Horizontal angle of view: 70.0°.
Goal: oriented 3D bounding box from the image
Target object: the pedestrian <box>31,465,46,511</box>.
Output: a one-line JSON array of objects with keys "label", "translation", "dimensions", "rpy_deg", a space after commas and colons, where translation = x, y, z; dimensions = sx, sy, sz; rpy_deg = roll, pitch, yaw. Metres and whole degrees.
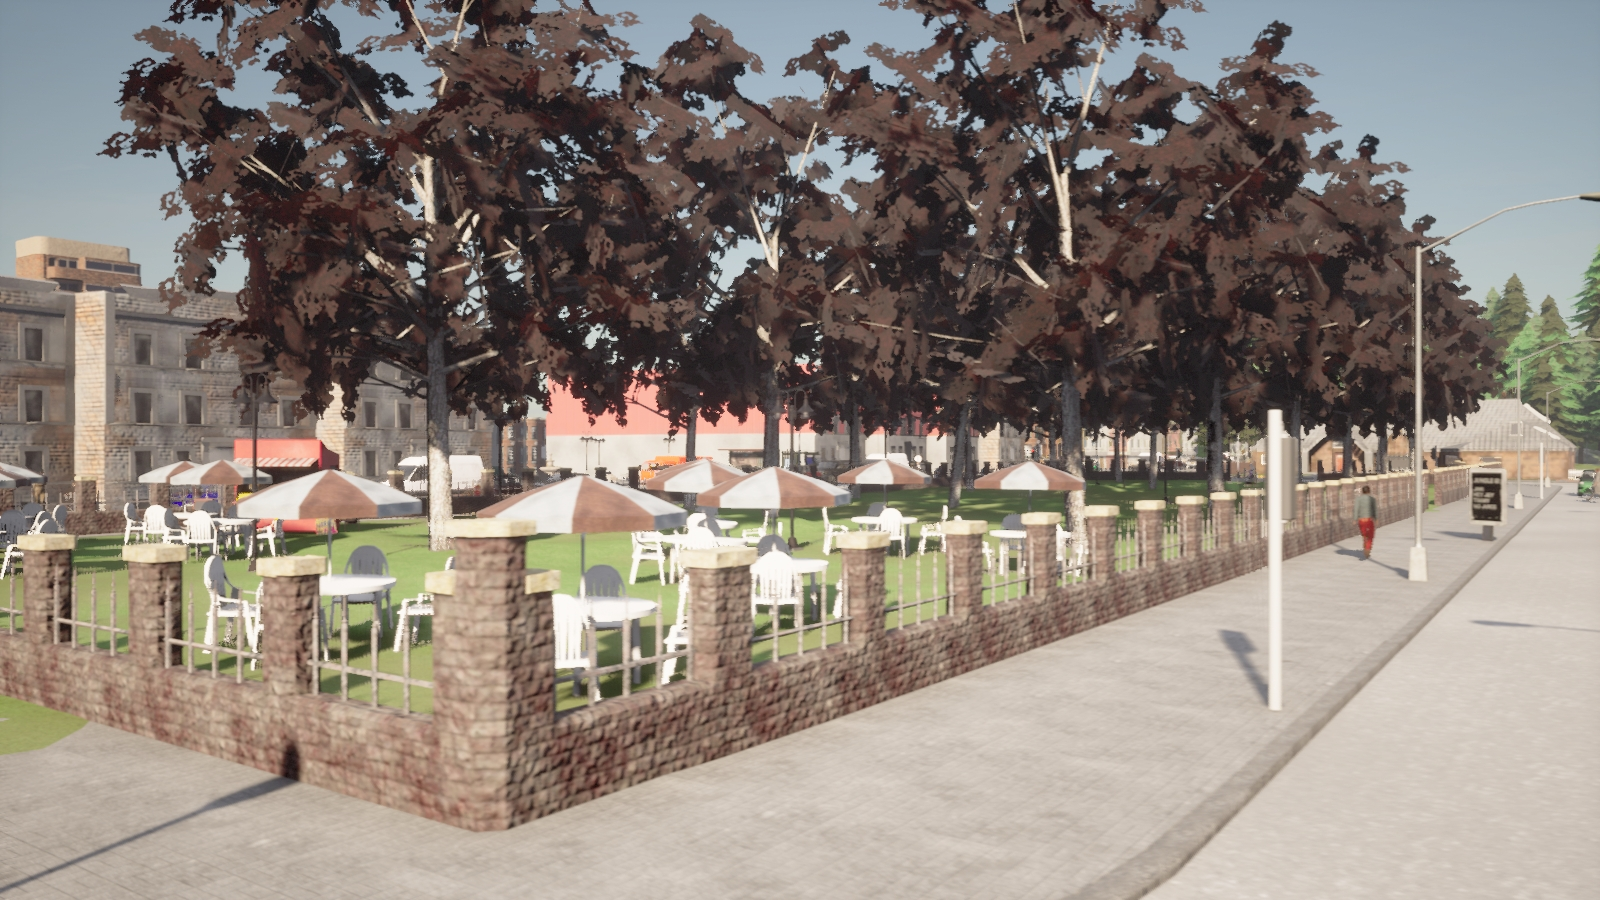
[{"label": "pedestrian", "translation": [-31.243, 1.562, 46.889], "dimensions": [0.375, 1.860, 0.375], "rpy_deg": [0, 0, 32]}]

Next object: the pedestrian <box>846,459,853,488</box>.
[{"label": "pedestrian", "translation": [3.282, 1.554, 75.730], "dimensions": [0.375, 1.860, 0.375], "rpy_deg": [0, 0, 35]}]

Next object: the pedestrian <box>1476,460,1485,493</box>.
[{"label": "pedestrian", "translation": [39.064, 1.530, 65.584], "dimensions": [0.375, 1.860, 0.375], "rpy_deg": [0, 0, 35]}]

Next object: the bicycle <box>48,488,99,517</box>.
[{"label": "bicycle", "translation": [-28.752, 2.074, 45.249], "dimensions": [0.859, 1.080, 1.487], "rpy_deg": [0, 0, 35]}]

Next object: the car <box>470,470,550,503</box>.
[{"label": "car", "translation": [-14.758, 1.840, 58.260], "dimensions": [1.789, 1.549, 3.705], "rpy_deg": [0, 0, 35]}]

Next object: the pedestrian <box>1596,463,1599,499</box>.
[{"label": "pedestrian", "translation": [41.790, 1.629, 59.579], "dimensions": [0.375, 1.860, 0.375], "rpy_deg": [0, 0, -41]}]

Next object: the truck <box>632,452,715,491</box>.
[{"label": "truck", "translation": [-8.210, 1.398, 74.669], "dimensions": [2.627, 2.467, 5.204], "rpy_deg": [0, -1, 35]}]

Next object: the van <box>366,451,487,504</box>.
[{"label": "van", "translation": [-19.185, 1.351, 58.965], "dimensions": [1.988, 2.561, 5.915], "rpy_deg": [0, 0, 35]}]

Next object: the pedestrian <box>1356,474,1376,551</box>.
[{"label": "pedestrian", "translation": [13.887, 1.529, 28.046], "dimensions": [0.375, 1.860, 0.375], "rpy_deg": [0, 0, 37]}]
